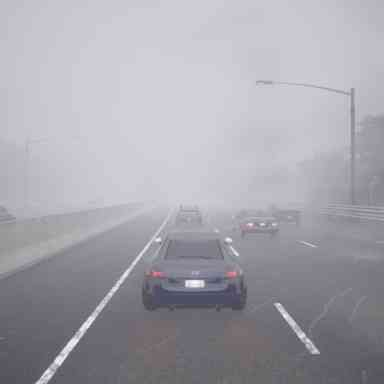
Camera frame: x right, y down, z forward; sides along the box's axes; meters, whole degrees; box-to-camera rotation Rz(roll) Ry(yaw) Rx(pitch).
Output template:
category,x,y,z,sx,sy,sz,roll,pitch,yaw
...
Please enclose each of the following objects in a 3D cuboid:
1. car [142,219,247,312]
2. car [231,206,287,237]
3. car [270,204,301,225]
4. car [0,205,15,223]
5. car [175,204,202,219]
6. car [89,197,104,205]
category,x,y,z,sx,sy,sz,roll,pitch,yaw
car,0.032,1.574,7.804,1.994,1.385,4.181,0,0,0
car,3.376,1.637,18.568,2.033,1.411,5.357,0,-1,-1
car,6.722,1.641,25.555,1.882,1.535,5.008,0,-1,-2
car,-10.790,1.423,16.507,2.097,1.767,4.553,0,-1,-1
car,-0.256,1.647,24.612,2.128,1.511,4.902,0,-1,-1
car,-15.450,1.667,54.103,1.837,1.490,4.892,0,-1,-3
